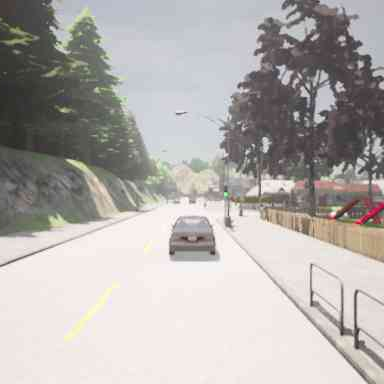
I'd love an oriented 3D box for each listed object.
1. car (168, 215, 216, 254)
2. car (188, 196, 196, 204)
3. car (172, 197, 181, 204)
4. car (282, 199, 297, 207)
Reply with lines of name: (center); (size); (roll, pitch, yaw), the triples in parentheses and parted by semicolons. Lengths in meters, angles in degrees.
car: (0.012, 1.679, 13.992); (2.033, 1.411, 5.357); (0, -1, 0)
car: (0.070, 2.292, 84.835); (1.994, 1.385, 4.181); (0, -1, 0)
car: (-3.931, 2.137, 83.652); (2.097, 1.767, 4.553); (0, -1, 0)
car: (15.831, 1.811, 54.641); (1.994, 1.381, 4.181); (0, -1, 0)
